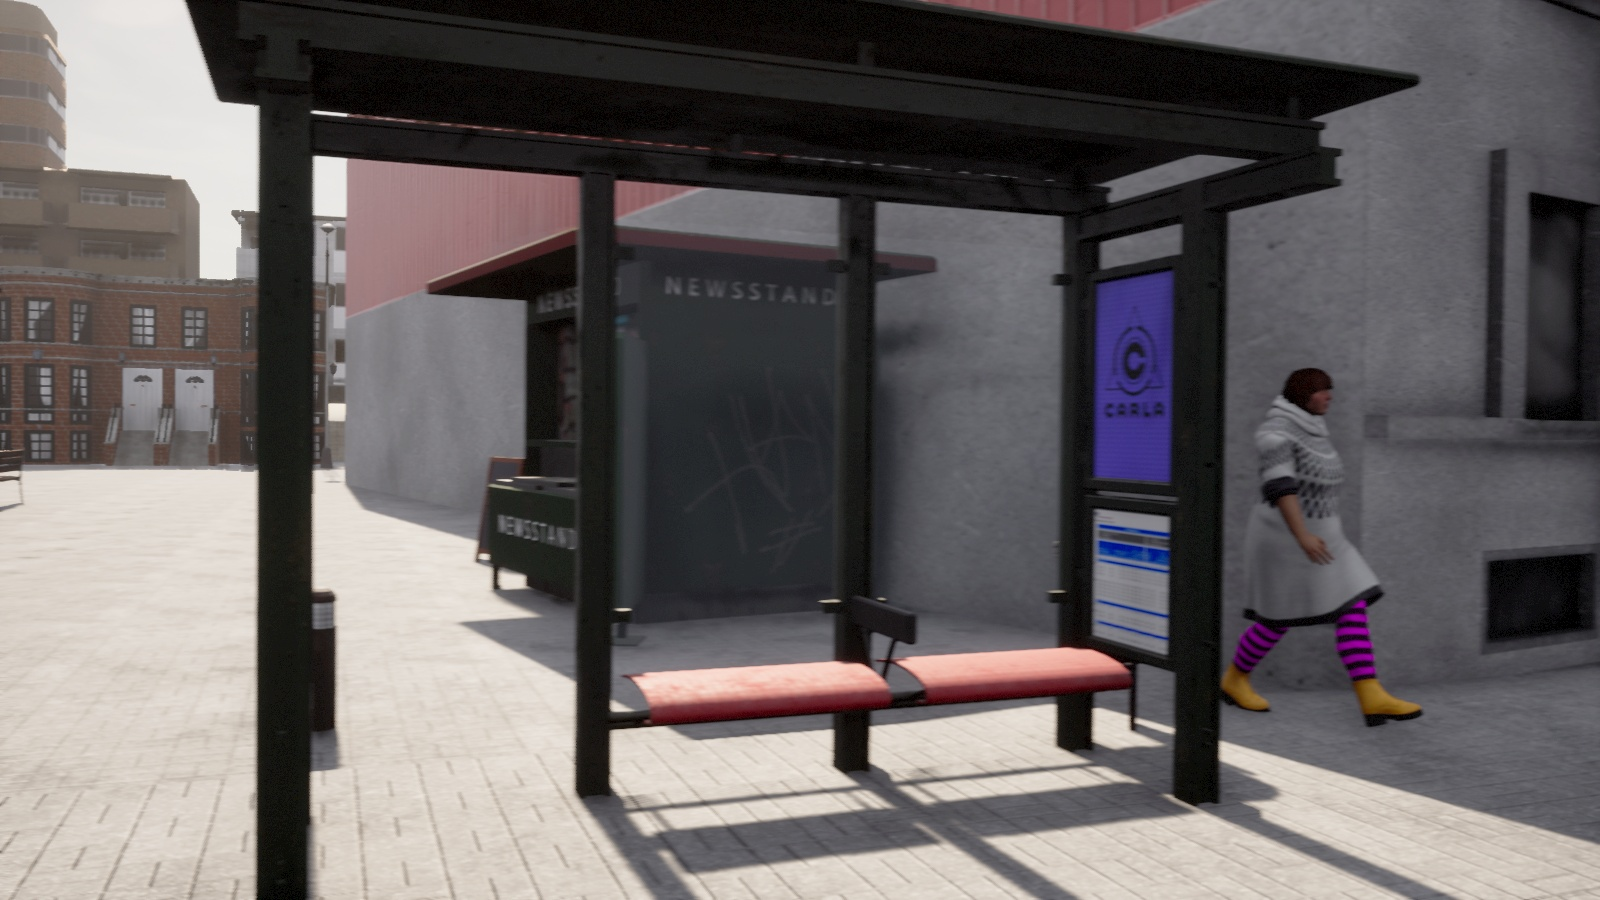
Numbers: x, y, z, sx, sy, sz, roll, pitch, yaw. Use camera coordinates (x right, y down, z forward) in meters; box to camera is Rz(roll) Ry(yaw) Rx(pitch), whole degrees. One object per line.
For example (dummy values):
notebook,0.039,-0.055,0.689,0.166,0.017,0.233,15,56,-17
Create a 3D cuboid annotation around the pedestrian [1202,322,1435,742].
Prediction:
pedestrian,2.622,0.374,6.376,0.659,1.952,0.873,-1,1,-38
